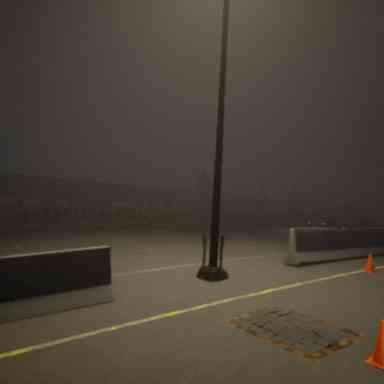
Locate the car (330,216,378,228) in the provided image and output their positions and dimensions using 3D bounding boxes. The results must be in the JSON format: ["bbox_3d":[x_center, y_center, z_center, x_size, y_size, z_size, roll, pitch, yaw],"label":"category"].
[{"bbox_3d":[13.881,2.890,27.924,4.181,1.385,1.994,4,-3,-36],"label":"car"}]

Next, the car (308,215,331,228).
[{"bbox_3d":[12.976,2.961,31.611,4.674,1.442,1.812,5,-3,-36],"label":"car"}]

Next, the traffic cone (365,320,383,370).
[{"bbox_3d":[2.579,2.023,4.480,0.340,0.580,0.340,1,-1,-37],"label":"traffic cone"}]

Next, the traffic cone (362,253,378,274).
[{"bbox_3d":[5.605,2.230,10.458,0.340,0.580,0.340,3,-2,-37],"label":"traffic cone"}]
